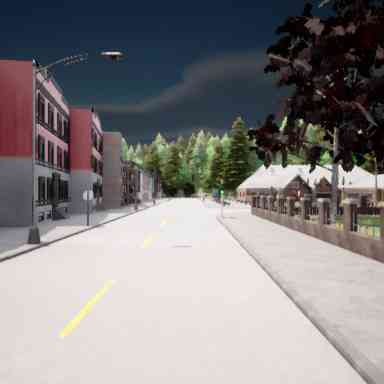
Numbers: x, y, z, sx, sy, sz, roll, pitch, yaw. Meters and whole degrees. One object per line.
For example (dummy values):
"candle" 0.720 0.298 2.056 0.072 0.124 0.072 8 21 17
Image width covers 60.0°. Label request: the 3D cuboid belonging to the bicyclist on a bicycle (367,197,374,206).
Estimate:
"bicyclist on a bicycle" 17.849 1.324 33.489 0.582 1.620 1.656 0 0 0
